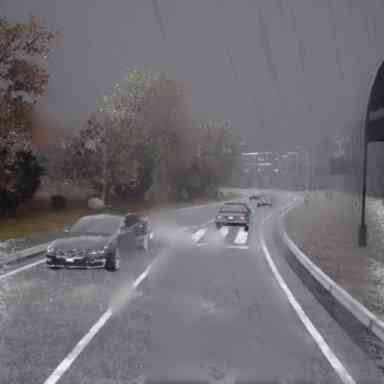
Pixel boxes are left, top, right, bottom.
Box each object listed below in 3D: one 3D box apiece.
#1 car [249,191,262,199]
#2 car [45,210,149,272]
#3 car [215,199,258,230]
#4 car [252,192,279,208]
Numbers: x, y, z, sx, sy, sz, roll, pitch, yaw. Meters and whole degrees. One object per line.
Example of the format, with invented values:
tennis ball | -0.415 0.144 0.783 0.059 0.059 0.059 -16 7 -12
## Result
car | 10.169 0.604 51.686 1.882 1.535 5.008 2 2 21
car | -2.718 1.398 10.616 1.837 1.490 4.892 0 1 7
car | 2.598 1.364 19.785 2.033 1.411 5.357 1 1 13
car | 8.769 1.058 38.241 2.033 1.411 5.357 2 2 22
